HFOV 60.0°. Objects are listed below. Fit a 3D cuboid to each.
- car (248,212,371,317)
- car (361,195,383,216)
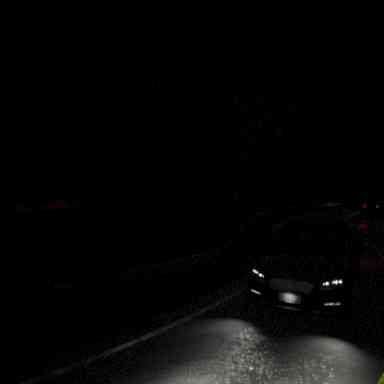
[{"bbox_3d":[2.787,1.425,7.608,2.128,1.511,4.902,1,2,29],"label":"car"},{"bbox_3d":[14.049,1.008,24.935,2.097,1.767,4.553,0,1,33],"label":"car"}]
